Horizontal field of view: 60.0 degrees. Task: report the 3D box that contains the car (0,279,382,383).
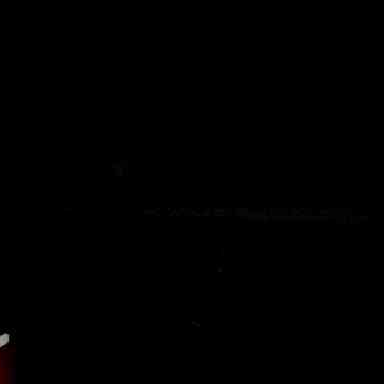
[{"bbox_3d":[-0.670,1.568,3.202,4.507,1.381,1.887,-1,0,36],"label":"car"}]
